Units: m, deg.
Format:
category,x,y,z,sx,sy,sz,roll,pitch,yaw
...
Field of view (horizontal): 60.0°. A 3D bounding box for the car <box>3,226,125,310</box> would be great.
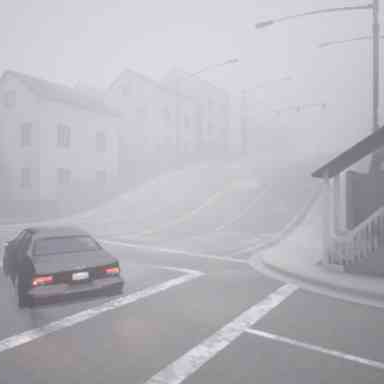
category,x,y,z,sx,sy,sz,roll,pitch,yaw
car,-3.330,1.533,8.012,2.033,1.411,5.357,0,0,-33
